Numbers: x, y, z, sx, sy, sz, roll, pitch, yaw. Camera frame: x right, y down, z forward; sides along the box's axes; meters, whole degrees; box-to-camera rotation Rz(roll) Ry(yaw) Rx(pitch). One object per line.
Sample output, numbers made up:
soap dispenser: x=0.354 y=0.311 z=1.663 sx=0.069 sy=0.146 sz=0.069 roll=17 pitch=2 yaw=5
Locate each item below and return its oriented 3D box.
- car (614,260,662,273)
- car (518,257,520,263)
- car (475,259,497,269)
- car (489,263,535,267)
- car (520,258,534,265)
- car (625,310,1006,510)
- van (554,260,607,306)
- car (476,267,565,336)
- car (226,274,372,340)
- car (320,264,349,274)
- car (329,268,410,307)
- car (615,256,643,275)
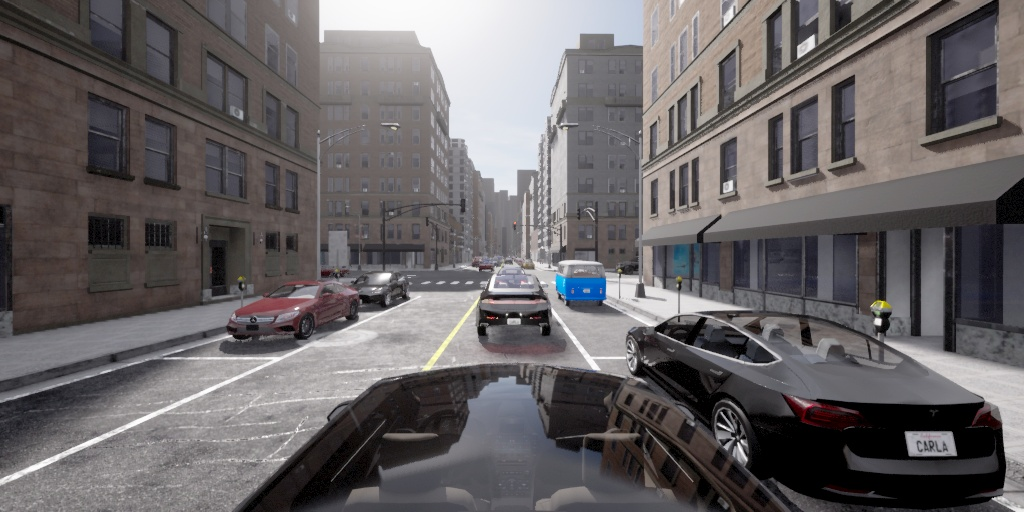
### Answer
car: x=14.726 y=1.211 z=42.081 sx=5.008 sy=1.535 sz=1.882 roll=0 pitch=0 yaw=-1
car: x=2.462 y=1.179 z=60.133 sx=1.967 sy=1.591 sz=4.097 roll=0 pitch=0 yaw=-1
car: x=-3.283 y=1.339 z=46.264 sx=1.895 sy=1.301 sz=4.718 roll=0 pitch=0 yaw=-1
car: x=-0.034 y=1.297 z=20.131 sx=2.033 sy=1.411 sz=5.357 roll=0 pitch=0 yaw=0
car: x=2.546 y=1.267 z=54.778 sx=1.751 sy=1.417 sz=4.829 roll=0 pitch=0 yaw=-1
car: x=2.852 y=1.316 z=4.522 sx=1.948 sy=1.339 sz=4.313 roll=0 pitch=0 yaw=0
van: x=2.831 y=1.090 z=15.419 sx=1.690 sy=1.789 sz=3.998 roll=0 pitch=0 yaw=0
car: x=0.057 y=1.241 z=10.388 sx=2.128 sy=1.511 sz=4.902 roll=0 pitch=0 yaw=0
car: x=-5.683 y=1.332 z=9.942 sx=1.802 sy=1.307 sz=4.207 roll=0 pitch=0 yaw=0
car: x=-16.876 y=1.338 z=31.694 sx=4.718 sy=1.301 sz=1.895 roll=0 pitch=0 yaw=-1
car: x=-5.694 y=1.315 z=15.393 sx=1.948 sy=1.339 sz=4.313 roll=0 pitch=0 yaw=0
car: x=14.107 y=0.964 z=38.823 sx=5.566 sy=2.045 sz=2.150 roll=0 pitch=0 yaw=-1
